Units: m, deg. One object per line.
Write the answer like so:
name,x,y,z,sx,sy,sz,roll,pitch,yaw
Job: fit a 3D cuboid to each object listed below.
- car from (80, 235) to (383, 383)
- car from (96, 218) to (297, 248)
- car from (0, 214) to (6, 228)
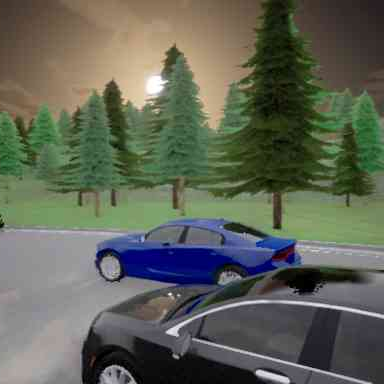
car,1.063,1.449,2.924,4.892,1.490,1.837,0,0,34
car,-0.065,1.354,7.812,5.008,1.535,1.882,0,0,28
car,-11.849,1.376,16.024,5.357,1.411,2.033,0,1,10
